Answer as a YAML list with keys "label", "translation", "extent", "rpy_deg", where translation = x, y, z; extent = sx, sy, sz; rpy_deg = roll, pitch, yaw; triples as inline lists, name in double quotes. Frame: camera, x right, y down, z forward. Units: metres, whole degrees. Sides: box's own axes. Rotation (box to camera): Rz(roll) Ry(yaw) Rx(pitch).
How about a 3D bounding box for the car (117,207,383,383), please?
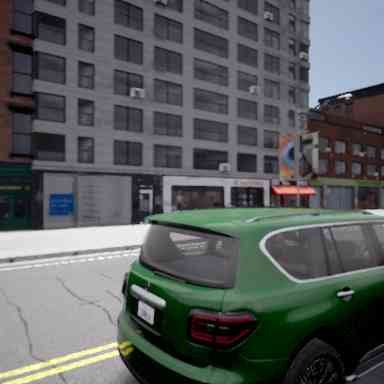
- label: "car"
  translation: [1.749, 1.232, 4.682]
  extent: [5.566, 2.045, 2.150]
  rpy_deg: [0, 0, -36]
